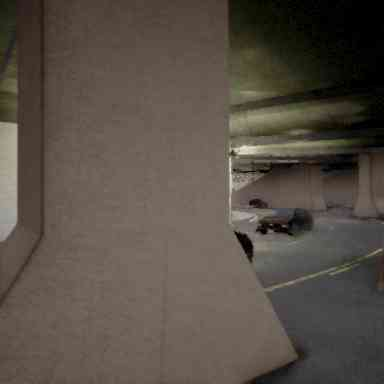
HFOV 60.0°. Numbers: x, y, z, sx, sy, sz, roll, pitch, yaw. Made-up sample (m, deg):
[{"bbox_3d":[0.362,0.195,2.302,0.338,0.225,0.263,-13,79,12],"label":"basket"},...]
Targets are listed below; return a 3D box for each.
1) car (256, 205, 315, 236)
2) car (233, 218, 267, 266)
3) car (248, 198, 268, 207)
[{"bbox_3d":[5.521,1.608,19.089,2.033,1.411,5.357,0,0,35],"label":"car"},{"bbox_3d":[-0.475,1.540,8.307,4.892,1.490,1.837,0,0,-40],"label":"car"},{"bbox_3d":[10.765,1.710,54.867,1.812,1.442,4.674,0,0,-14],"label":"car"}]
